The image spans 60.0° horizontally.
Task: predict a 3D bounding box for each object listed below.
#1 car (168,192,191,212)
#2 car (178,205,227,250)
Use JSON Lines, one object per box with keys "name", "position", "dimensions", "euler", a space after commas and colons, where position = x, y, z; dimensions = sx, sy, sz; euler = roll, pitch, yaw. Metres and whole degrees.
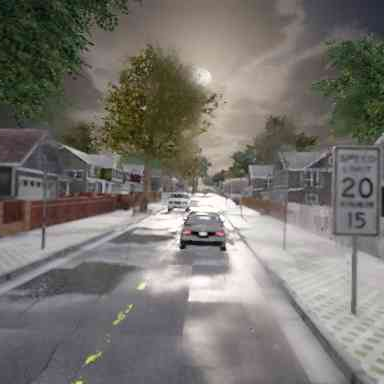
{"name": "car", "position": [-1.347, 1.054, 36.476], "dimensions": [2.150, 2.045, 5.566], "euler": [2, 0, 2]}
{"name": "car", "position": [0.496, 1.529, 14.305], "dimensions": [2.033, 1.411, 5.357], "euler": [2, 0, 2]}
